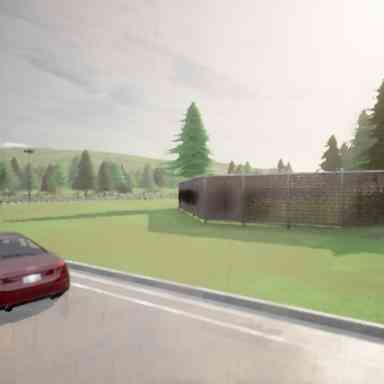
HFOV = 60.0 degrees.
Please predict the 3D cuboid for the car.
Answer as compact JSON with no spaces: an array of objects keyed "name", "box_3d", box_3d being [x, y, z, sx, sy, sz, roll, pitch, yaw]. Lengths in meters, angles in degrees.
[{"name":"car","box_3d":[-4.552,1.545,7.236,4.181,1.385,1.994,0,0,35]}]
